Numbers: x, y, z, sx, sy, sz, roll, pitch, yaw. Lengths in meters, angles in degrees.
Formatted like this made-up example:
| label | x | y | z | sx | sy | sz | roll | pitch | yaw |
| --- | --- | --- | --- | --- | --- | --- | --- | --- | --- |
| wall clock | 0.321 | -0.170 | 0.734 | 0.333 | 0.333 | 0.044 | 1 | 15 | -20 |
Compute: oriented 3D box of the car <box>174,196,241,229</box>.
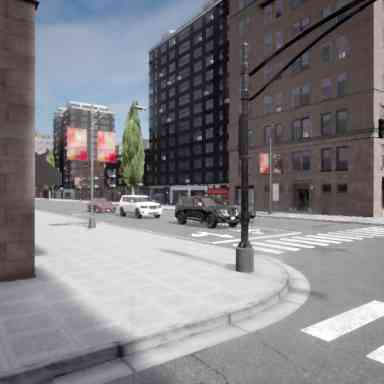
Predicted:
| label | x | y | z | sx | sy | sz | roll | pitch | yaw |
| --- | --- | --- | --- | --- | --- | --- | --- | --- | --- |
| car | 0.936 | 1.286 | 22.901 | 2.150 | 2.045 | 5.566 | 0 | 0 | -36 |

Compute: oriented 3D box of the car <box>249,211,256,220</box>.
| label | x | y | z | sx | sy | sz | roll | pitch | yaw |
| --- | --- | --- | --- | --- | --- | --- | --- | --- | --- |
| car | 2.746 | 1.678 | 26.289 | 1.895 | 1.301 | 4.718 | 0 | 0 | -36 |

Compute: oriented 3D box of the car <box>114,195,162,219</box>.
| label | x | y | z | sx | sy | sz | roll | pitch | yaw |
| --- | --- | --- | --- | --- | --- | --- | --- | --- | --- |
| car | -4.935 | 1.325 | 31.034 | 2.150 | 2.045 | 5.566 | 0 | 0 | -36 |

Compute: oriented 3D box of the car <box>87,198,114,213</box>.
| label | x | y | z | sx | sy | sz | roll | pitch | yaw |
| --- | --- | --- | --- | --- | --- | --- | --- | --- | --- |
| car | -10.595 | 1.492 | 38.885 | 2.097 | 1.767 | 4.553 | 0 | 0 | -36 |
